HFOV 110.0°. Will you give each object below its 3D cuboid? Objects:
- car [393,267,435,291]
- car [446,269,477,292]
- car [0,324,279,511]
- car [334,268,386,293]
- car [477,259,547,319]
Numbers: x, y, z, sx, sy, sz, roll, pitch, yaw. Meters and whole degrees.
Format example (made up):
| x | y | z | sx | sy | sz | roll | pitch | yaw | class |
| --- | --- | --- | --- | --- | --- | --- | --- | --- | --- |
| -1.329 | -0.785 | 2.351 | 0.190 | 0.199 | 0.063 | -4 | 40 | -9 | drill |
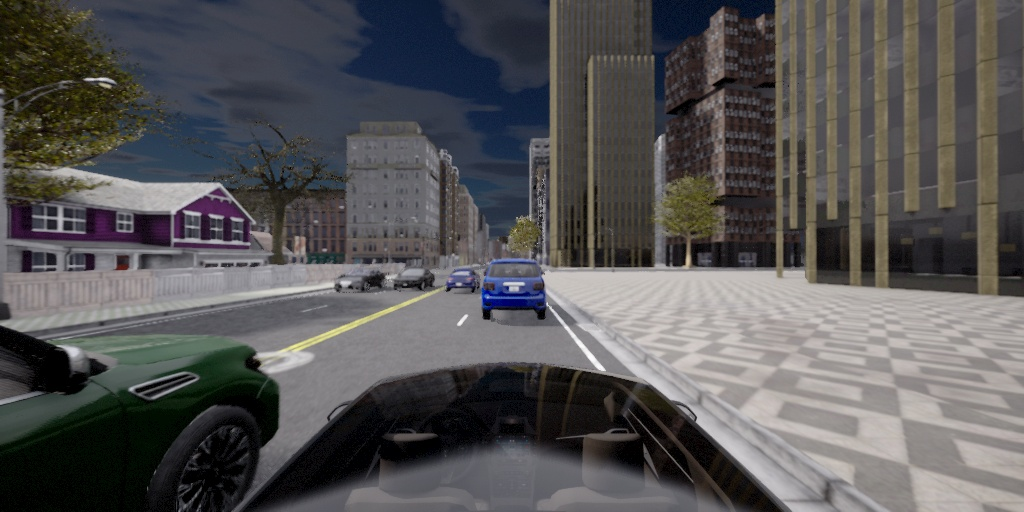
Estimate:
| x | y | z | sx | sy | sz | roll | pitch | yaw | class |
| --- | --- | --- | --- | --- | --- | --- | --- | --- | --- |
| -6.633 | 1.537 | 24.771 | 1.882 | 1.535 | 5.008 | 0 | -1 | 0 | car |
| -3.190 | 1.573 | 23.924 | 1.812 | 1.442 | 4.674 | 0 | -1 | 0 | car |
| -3.145 | 0.958 | 0.813 | 2.150 | 2.045 | 5.566 | 0 | -1 | 0 | car |
| -9.881 | 1.536 | 23.681 | 2.128 | 1.511 | 4.902 | 0 | -1 | 0 | car |
| 0.070 | 1.132 | 13.739 | 2.150 | 2.045 | 5.566 | 0 | 0 | 0 | car |
